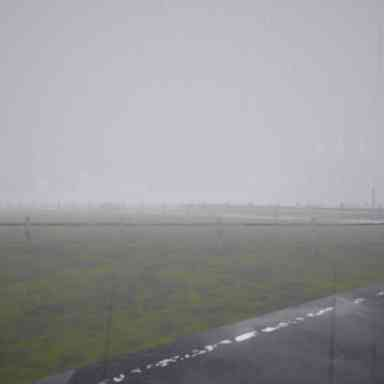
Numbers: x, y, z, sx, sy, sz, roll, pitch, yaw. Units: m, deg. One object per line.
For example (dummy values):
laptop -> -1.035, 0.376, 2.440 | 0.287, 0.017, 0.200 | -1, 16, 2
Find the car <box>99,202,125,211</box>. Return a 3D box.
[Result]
car -> -12.338, 2.263, 51.260 | 4.181, 1.385, 1.994 | -1, -1, 35
